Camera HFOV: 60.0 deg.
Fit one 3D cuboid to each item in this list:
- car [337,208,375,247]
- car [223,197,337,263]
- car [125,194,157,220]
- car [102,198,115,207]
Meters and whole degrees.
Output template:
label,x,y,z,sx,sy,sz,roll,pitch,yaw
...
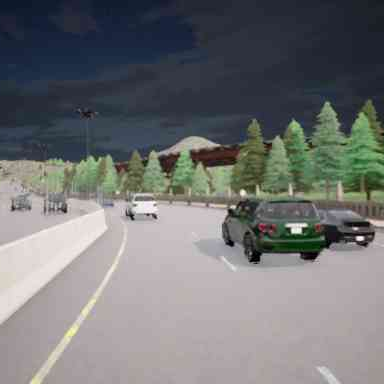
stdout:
label,x,y,z,sx,sy,sz,roll,pitch,yaw
car,5.799,1.445,14.554,1.837,1.490,4.892,0,0,-8
car,2.650,1.183,12.095,2.150,2.045,5.566,0,0,-7
car,-4.414,1.187,28.520,2.150,2.045,5.566,0,0,-17
car,-12.755,1.517,48.349,2.033,1.411,5.357,0,0,-29
